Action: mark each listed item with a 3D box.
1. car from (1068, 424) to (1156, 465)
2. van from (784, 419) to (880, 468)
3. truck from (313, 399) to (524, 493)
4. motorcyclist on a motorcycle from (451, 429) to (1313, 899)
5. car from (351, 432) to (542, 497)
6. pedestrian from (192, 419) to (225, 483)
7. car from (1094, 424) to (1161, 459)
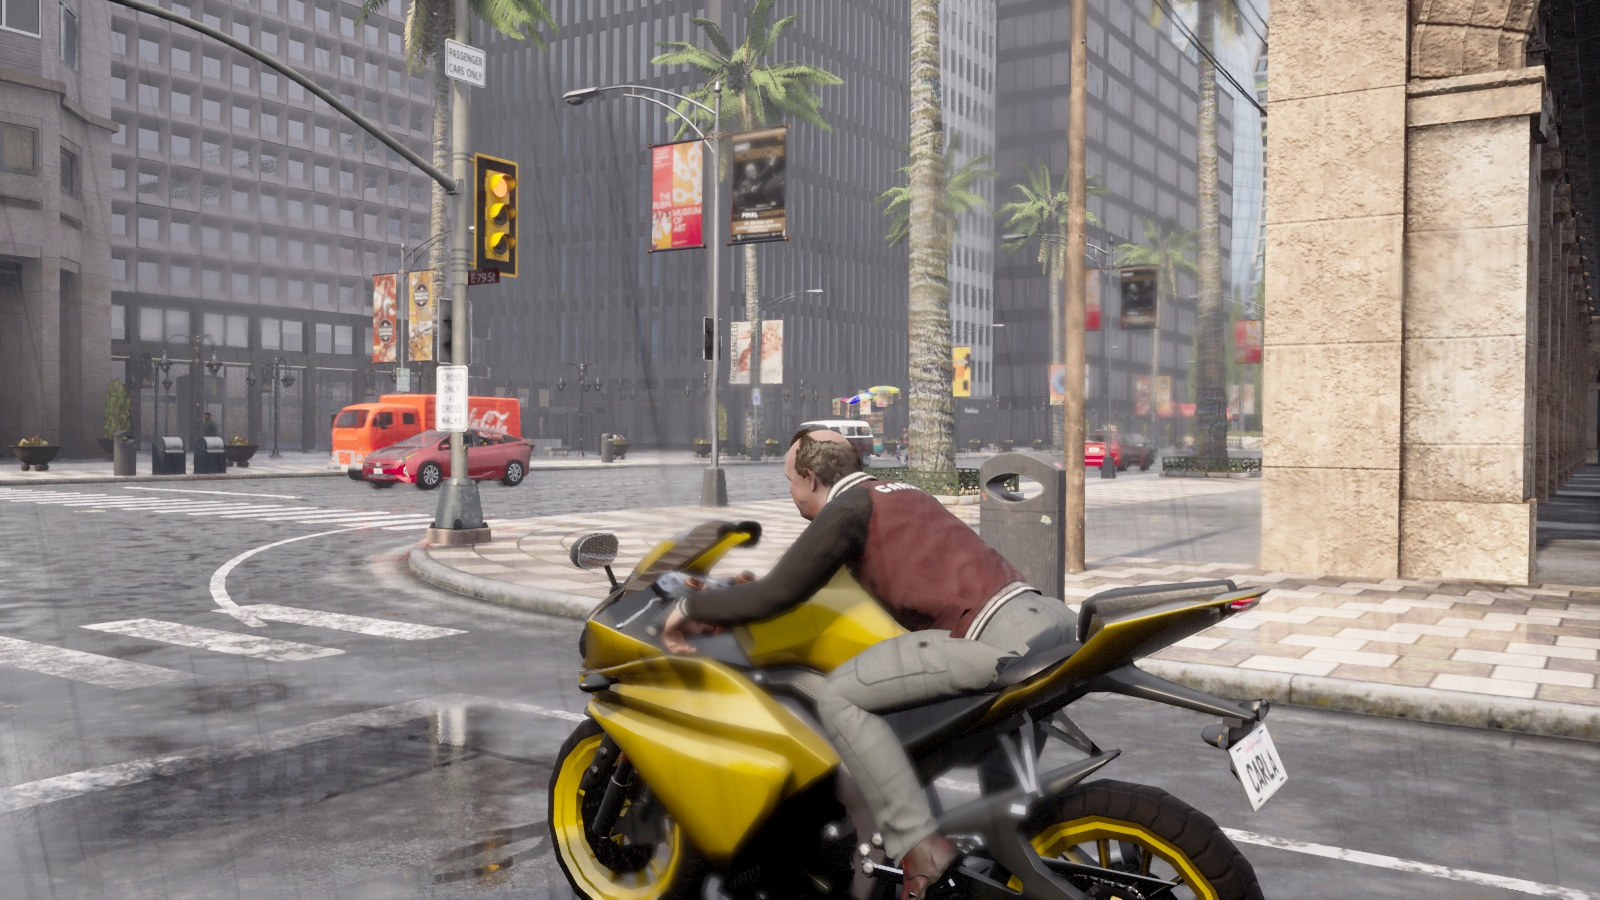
[{"bbox_3d":[13.327,-0.274,53.432,2.242,1.667,4.611,0,1,33],"label":"car"},{"bbox_3d":[1.446,-0.302,54.473,2.069,2.038,4.480,0,1,33],"label":"van"},{"bbox_3d":[-10.786,-0.148,35.890,2.627,2.467,5.204,0,1,36],"label":"truck"},{"bbox_3d":[0.146,0.718,3.421,2.191,1.530,0.866,0,1,33],"label":"motorcyclist on a motorcycle"},{"bbox_3d":[-8.995,0.318,32.343,2.007,1.525,4.514,0,1,33],"label":"car"},{"bbox_3d":[-18.224,0.025,38.670,0.423,1.949,0.788,0,1,29],"label":"pedestrian"},{"bbox_3d":[17.241,-0.467,65.952,2.097,1.767,4.553,0,1,33],"label":"car"}]
